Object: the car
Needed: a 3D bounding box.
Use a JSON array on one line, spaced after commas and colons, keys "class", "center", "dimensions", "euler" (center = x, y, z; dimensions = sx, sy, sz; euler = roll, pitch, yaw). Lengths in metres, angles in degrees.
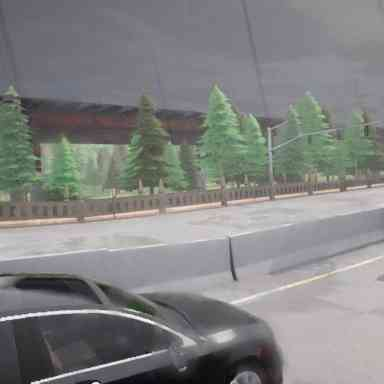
[{"class": "car", "center": [-1.264, 1.500, 2.849], "dimensions": [4.892, 1.490, 1.837], "euler": [1, -1, -36]}]
